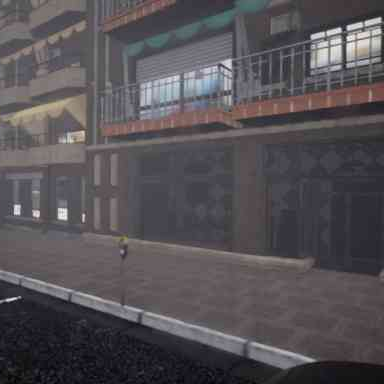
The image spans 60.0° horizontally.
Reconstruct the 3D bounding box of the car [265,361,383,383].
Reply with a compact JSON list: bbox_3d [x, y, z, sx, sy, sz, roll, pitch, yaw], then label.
[{"bbox_3d":[2.202,1.550,1.287,4.403,1.369,2.008,0,1,36],"label":"car"}]
